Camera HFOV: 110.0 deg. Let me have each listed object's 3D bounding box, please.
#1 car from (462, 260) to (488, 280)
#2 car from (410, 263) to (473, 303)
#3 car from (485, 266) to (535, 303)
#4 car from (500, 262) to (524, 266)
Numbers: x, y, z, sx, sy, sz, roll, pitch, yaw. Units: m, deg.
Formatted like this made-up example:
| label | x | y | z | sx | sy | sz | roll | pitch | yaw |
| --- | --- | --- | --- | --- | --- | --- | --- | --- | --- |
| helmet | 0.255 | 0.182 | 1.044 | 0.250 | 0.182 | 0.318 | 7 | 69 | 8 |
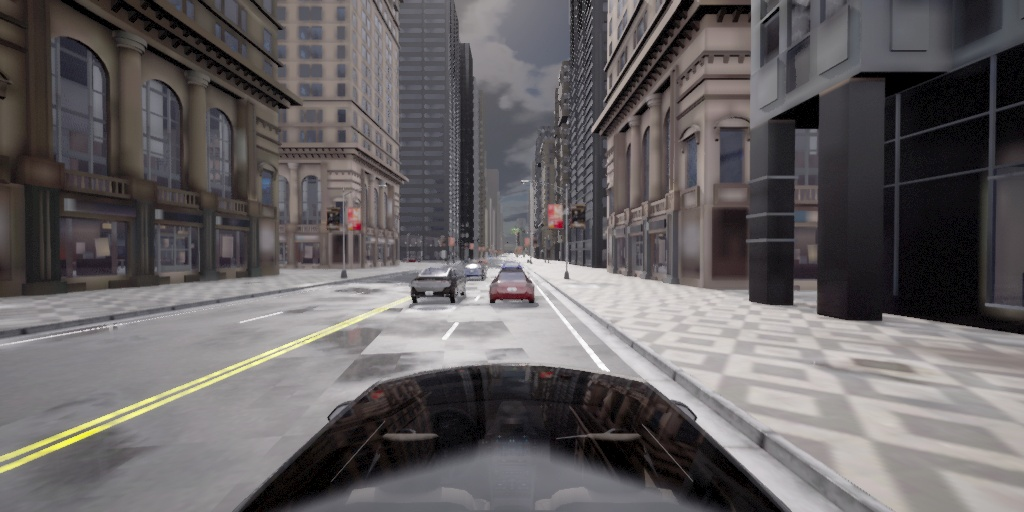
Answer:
| label | x | y | z | sx | sy | sz | roll | pitch | yaw |
| --- | --- | --- | --- | --- | --- | --- | --- | --- | --- |
| car | -3.250 | 1.305 | 31.502 | 2.033 | 1.411 | 5.357 | 0 | 0 | 0 |
| car | -3.250 | 1.240 | 16.501 | 2.128 | 1.511 | 4.902 | 0 | 0 | 0 |
| car | 0.000 | 1.317 | 16.501 | 1.994 | 1.385 | 4.181 | 0 | 0 | 0 |
| car | 0.000 | 1.227 | 31.502 | 1.882 | 1.535 | 5.008 | 0 | 0 | 0 |
